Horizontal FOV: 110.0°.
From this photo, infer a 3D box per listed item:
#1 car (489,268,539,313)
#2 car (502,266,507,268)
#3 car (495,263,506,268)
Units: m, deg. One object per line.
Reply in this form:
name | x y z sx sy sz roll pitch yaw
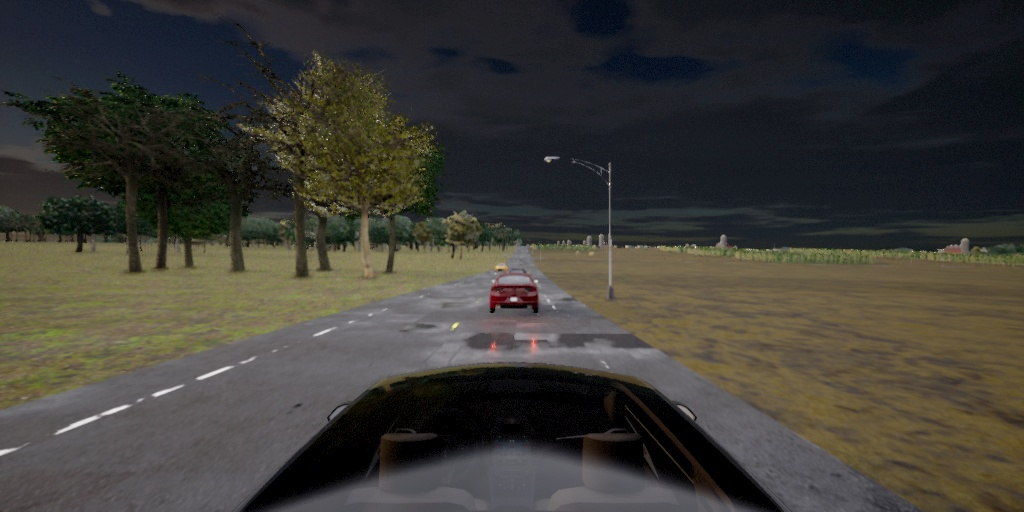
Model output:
car | 0.124 1.440 15.361 1.882 1.535 5.008 0 -1 1
car | 0.488 1.736 29.326 1.994 1.385 4.181 0 -1 3
car | -1.807 1.999 60.374 1.882 1.535 5.008 0 0 3
